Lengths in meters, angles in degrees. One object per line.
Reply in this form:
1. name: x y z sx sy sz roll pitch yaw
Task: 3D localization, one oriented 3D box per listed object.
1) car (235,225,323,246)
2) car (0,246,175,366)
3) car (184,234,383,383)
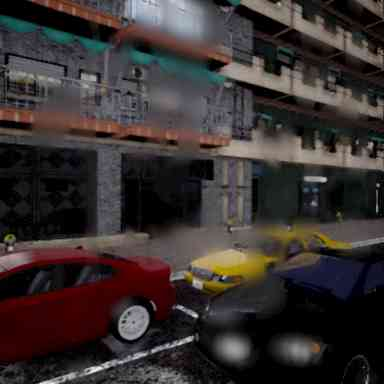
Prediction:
1. car: 2.084 1.521 8.033 4.829 1.417 1.752 0 1 -35
2. car: -2.388 1.544 4.846 4.507 1.381 1.887 0 1 -35
3. car: 2.087 1.561 4.853 4.181 1.385 1.994 0 0 -35
